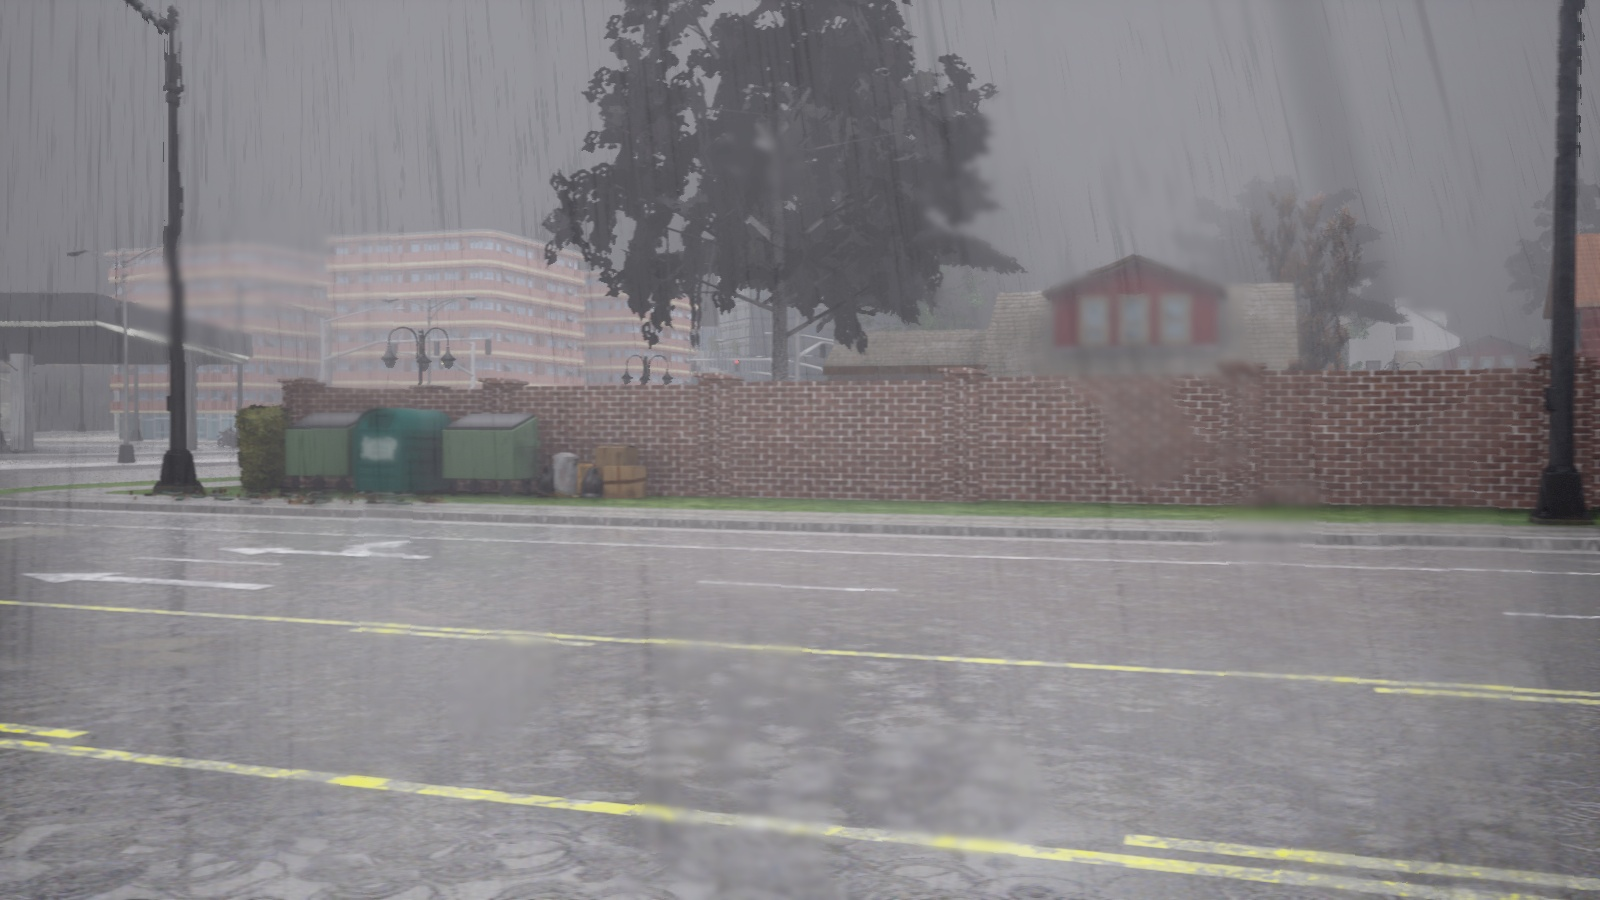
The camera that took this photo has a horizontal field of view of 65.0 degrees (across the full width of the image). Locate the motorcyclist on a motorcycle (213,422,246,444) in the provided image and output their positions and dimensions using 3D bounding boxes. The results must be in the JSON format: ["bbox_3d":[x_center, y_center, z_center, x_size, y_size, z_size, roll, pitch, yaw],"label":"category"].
[{"bbox_3d":[-41.010,-1.235,90.262,2.191,1.530,0.866,1,1,17],"label":"motorcyclist on a motorcycle"}]
